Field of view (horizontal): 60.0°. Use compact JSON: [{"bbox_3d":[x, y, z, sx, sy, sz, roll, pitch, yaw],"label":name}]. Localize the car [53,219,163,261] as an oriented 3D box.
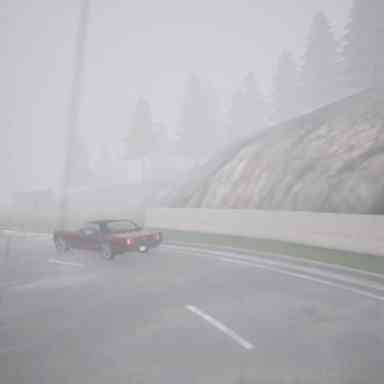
[{"bbox_3d":[-3.408,1.704,12.794,4.718,1.301,1.895,-2,0,39],"label":"car"}]
